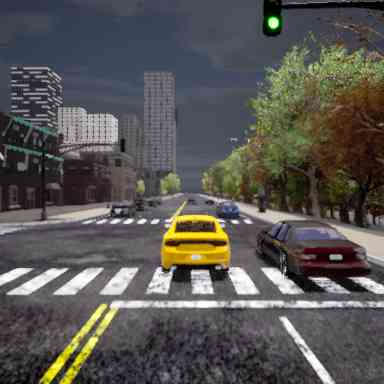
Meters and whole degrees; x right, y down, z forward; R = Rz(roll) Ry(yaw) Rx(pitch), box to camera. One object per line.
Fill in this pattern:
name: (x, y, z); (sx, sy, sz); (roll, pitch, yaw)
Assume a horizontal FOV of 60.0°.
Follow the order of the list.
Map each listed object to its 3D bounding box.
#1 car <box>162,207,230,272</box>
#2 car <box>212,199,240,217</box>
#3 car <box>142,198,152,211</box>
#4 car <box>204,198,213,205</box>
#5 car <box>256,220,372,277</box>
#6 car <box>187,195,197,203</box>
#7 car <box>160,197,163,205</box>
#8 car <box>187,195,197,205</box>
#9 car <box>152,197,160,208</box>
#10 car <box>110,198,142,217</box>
car: (0.103, 1.502, 10.953); (1.882, 1.535, 5.008); (0, 0, 0)
car: (3.355, 1.615, 31.669); (2.033, 1.411, 5.357); (0, 0, 0)
car: (-6.564, 1.593, 41.761); (1.837, 1.490, 4.892); (0, 0, 1)
car: (3.257, 1.733, 63.738); (1.895, 1.301, 4.718); (0, 0, 0)
car: (3.351, 1.571, 10.258); (2.033, 1.411, 5.357); (0, 0, 0)
car: (0.009, 1.509, 73.710); (2.128, 1.511, 4.902); (0, 0, 0)
car: (-6.491, 1.676, 61.921); (2.033, 1.411, 5.357); (0, 0, 0)
car: (0.006, 1.623, 63.291); (2.128, 1.511, 4.902); (0, 0, 0)
car: (-6.494, 1.672, 51.498); (1.994, 1.385, 4.181); (0, 0, 0)
car: (-6.602, 1.561, 32.287); (2.128, 1.511, 4.902); (0, 0, 1)
